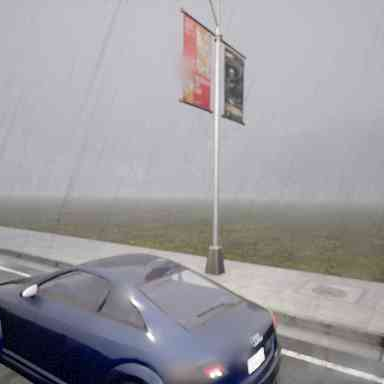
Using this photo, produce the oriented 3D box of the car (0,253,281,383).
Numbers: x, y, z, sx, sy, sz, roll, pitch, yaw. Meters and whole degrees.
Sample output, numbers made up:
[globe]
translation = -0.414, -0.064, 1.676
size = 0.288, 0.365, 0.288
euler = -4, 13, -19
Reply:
[car]
translation = -1.039, 1.517, 4.272
size = 4.181, 1.385, 1.994
euler = 1, 1, 35
